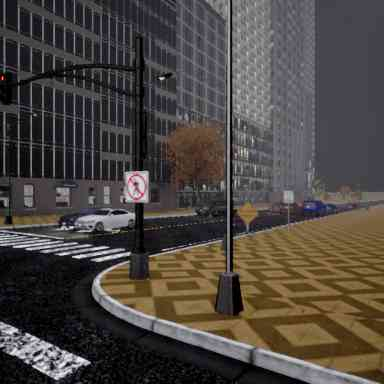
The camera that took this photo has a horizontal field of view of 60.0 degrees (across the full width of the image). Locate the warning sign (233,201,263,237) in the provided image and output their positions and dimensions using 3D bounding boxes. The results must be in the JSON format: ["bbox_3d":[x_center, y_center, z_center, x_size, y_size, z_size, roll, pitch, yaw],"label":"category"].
[{"bbox_3d":[3.115,1.454,18.570,1.300,1.860,1.060,1,1,33],"label":"warning sign"}]

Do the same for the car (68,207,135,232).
[{"bbox_3d":[-5.649,1.827,22.484,1.812,1.442,4.674,0,-1,33],"label":"car"}]

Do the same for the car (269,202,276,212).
[{"bbox_3d":[13.768,2.319,52.319,2.097,1.767,4.553,0,-1,33],"label":"car"}]

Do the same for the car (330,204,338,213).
[{"bbox_3d":[21.923,2.558,52.964,1.812,1.442,4.674,0,-1,33],"label":"car"}]

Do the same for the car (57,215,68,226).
[{"bbox_3d":[-7.525,1.873,25.536,2.033,1.411,5.357,0,-1,33],"label":"car"}]

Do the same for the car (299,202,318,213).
[{"bbox_3d":[19.194,2.506,54.728,1.882,1.535,5.008,0,-1,33],"label":"car"}]

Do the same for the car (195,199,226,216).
[{"bbox_3d":[2.609,1.881,41.210,2.150,2.045,5.566,0,-1,33],"label":"car"}]

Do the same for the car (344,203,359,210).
[{"bbox_3d":[31.516,2.837,65.715,1.812,1.442,4.674,0,-1,33],"label":"car"}]

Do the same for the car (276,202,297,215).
[{"bbox_3d":[13.848,2.205,46.362,2.097,1.767,4.553,0,-1,33],"label":"car"}]

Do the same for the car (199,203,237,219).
[{"bbox_3d":[3.056,2.189,35.920,1.895,1.301,4.718,0,-1,33],"label":"car"}]

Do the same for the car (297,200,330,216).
[{"bbox_3d":[16.168,2.065,43.994,2.150,2.045,5.566,0,-1,35],"label":"car"}]
